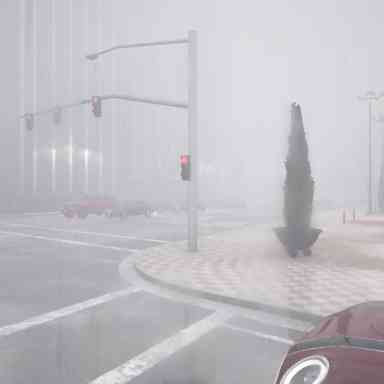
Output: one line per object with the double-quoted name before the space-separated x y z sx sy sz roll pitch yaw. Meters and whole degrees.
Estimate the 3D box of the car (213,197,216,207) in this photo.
"car" 2.587 1.478 46.448 1.882 1.535 5.008 0 0 35

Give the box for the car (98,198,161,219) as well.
"car" -5.349 1.492 28.958 2.128 1.511 4.902 0 0 35

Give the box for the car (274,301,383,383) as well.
"car" 2.793 1.352 1.978 4.553 1.767 2.097 0 0 36

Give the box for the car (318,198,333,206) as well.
"car" 22.573 1.601 56.451 1.895 1.301 4.718 0 0 34

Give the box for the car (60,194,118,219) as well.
"car" -8.944 1.221 29.907 2.150 2.045 5.566 0 0 35

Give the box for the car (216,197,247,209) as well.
"car" 5.671 1.491 44.749 2.128 1.511 4.902 0 0 35

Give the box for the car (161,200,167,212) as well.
"car" -3.241 1.564 38.095 1.994 1.385 4.181 0 0 35

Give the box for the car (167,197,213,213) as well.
"car" -0.139 1.492 36.431 2.128 1.511 4.902 0 0 35
